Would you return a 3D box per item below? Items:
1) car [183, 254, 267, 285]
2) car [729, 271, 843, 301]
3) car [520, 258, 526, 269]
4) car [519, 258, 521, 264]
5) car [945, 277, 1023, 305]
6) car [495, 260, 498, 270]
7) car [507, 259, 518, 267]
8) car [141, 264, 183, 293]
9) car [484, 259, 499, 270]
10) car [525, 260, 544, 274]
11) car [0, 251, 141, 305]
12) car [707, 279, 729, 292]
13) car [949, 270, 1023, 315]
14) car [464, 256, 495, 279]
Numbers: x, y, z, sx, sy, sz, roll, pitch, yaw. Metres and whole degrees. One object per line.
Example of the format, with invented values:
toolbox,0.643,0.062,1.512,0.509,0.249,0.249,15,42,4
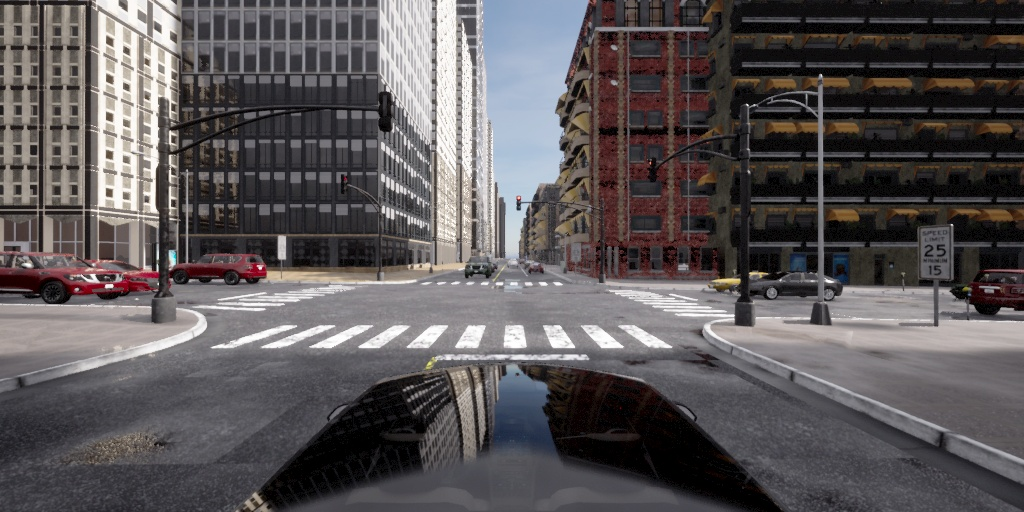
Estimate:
car,-17.697,0.781,21.739,5.009,1.841,2.192,0,0,0
car,14.925,1.566,19.383,4.892,1.490,1.837,1,0,2
car,2.725,1.329,54.622,2.007,1.370,4.403,0,0,0
car,2.729,1.334,60.271,2.007,1.370,4.403,0,0,0
car,27.062,1.882,19.509,4.718,1.301,1.895,1,0,0
car,-3.066,1.296,43.684,1.812,1.442,4.674,0,0,0
car,0.147,1.314,64.913,1.812,1.442,4.674,0,0,0
car,-18.152,0.919,15.946,5.008,1.535,1.882,1,0,0
car,-3.054,1.256,53.957,1.882,1.535,5.008,0,0,0
car,2.767,1.350,41.705,1.802,1.307,4.207,0,0,0
car,-17.568,0.760,13.360,5.009,1.841,2.192,0,0,0
car,14.643,1.591,22.000,4.829,1.417,1.751,0,0,0
car,20.607,1.463,13.700,5.009,1.841,2.192,0,0,0
car,-3.079,0.984,33.610,2.150,2.045,5.566,0,0,0
